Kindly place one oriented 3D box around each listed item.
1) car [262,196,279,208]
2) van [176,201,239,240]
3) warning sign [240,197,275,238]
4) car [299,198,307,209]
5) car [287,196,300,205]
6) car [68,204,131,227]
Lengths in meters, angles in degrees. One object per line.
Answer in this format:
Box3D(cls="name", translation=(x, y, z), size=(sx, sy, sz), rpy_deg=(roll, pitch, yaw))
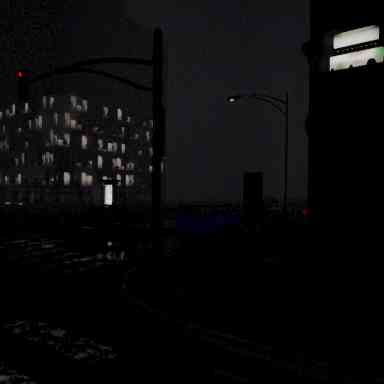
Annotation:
Box3D(cls="car", translation=(10.094, 1.293, 44.377), size=(1.967, 1.590, 4.097), rpy_deg=(1, 1, 35))
Box3D(cls="van", translation=(0.893, 1.368, 16.976), size=(1.690, 1.788, 3.998), rpy_deg=(1, 1, 35))
Box3D(cls="warning sign", translation=(3.174, 1.177, 16.082), size=(1.300, 1.860, 1.060), rpy_deg=(1, 1, 35))
Box3D(cls="car", translation=(15.651, 1.442, 42.301), size=(1.837, 1.490, 4.892), rpy_deg=(1, 1, 36))
Box3D(cls="car", translation=(16.408, 1.364, 53.257), size=(1.752, 1.417, 4.829), rpy_deg=(1, 1, 35))
Box3D(cls="car", translation=(-5.939, 1.467, 21.836), size=(1.947, 1.339, 4.313), rpy_deg=(1, 1, 35))
